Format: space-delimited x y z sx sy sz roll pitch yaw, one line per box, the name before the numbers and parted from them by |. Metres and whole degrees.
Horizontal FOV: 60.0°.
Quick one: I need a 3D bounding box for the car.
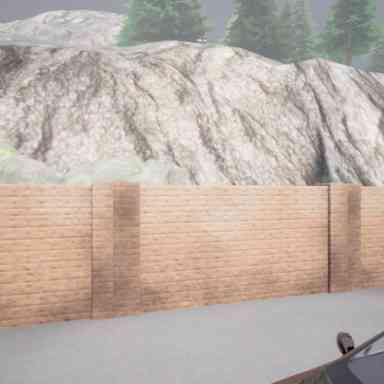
car | 2.164 1.492 1.911 4.902 1.511 2.128 0 0 -18
